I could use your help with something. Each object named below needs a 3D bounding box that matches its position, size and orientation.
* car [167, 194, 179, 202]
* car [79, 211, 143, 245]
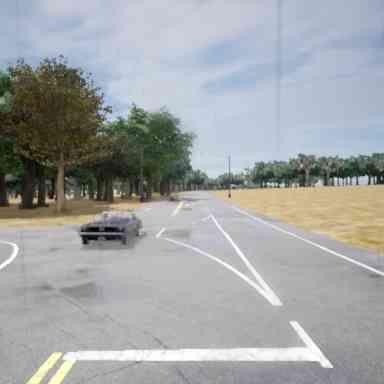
[{"bbox_3d":[-3.402,1.124,60.098,1.994,1.385,4.181,0,1,2],"label":"car"},{"bbox_3d":[-3.492,1.544,15.093,1.895,1.301,4.718,0,-1,0],"label":"car"}]
